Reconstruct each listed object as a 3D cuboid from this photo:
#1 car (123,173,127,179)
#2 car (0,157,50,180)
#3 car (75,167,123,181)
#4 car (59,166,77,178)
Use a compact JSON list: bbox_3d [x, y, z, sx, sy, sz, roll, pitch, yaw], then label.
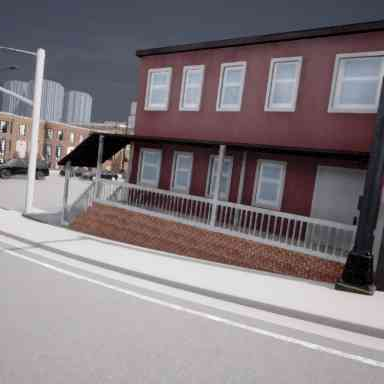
[{"bbox_3d":[-8.425,-2.531,50.070,1.812,1.442,4.674,10,6,35],"label":"car"},{"bbox_3d":[-16.783,-2.326,32.495,2.150,2.045,5.566,10,6,36],"label":"car"},{"bbox_3d":[-11.173,-2.041,40.359,1.837,1.490,4.892,10,6,35],"label":"car"},{"bbox_3d":[-14.413,-2.501,41.794,1.994,1.385,4.181,11,6,36],"label":"car"}]
